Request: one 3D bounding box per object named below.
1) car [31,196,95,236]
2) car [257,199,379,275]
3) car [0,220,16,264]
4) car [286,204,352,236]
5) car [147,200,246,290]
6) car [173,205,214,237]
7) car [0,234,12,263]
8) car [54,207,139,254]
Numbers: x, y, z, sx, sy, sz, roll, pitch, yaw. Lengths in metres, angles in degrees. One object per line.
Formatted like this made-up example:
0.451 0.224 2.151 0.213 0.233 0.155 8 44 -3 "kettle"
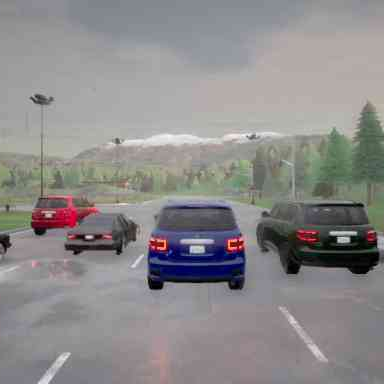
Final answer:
-6.917 1.221 18.681 2.150 2.045 5.566 0 0 0 "car"
3.590 1.222 10.577 2.150 2.045 5.566 0 0 0 "car"
-6.913 1.601 8.917 1.895 1.301 4.718 0 0 0 "car"
7.080 1.478 19.176 1.882 1.535 5.008 0 -1 0 "car"
0.085 1.221 9.228 2.150 2.045 5.566 0 0 0 "car"
0.076 1.547 19.414 2.033 1.411 5.357 0 0 0 "car"
-3.435 1.221 1.497 2.150 2.045 5.566 0 0 0 "car"
-3.413 1.548 13.508 2.033 1.411 5.357 0 0 0 "car"
